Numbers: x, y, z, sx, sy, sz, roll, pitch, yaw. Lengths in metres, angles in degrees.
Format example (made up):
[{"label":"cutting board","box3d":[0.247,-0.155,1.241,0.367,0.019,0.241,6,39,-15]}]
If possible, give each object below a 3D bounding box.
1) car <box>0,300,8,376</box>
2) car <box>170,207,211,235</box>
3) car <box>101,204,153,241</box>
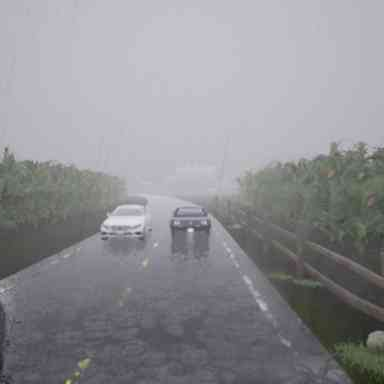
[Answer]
[{"label":"car","box3d":[-2.855,1.488,1.583,1.837,1.490,4.892,0,1,0]},{"label":"car","box3d":[-0.081,1.393,17.170,1.895,1.301,4.718,0,1,0]},{"label":"car","box3d":[-2.927,1.341,15.713,1.812,1.442,4.674,0,1,-1]}]
